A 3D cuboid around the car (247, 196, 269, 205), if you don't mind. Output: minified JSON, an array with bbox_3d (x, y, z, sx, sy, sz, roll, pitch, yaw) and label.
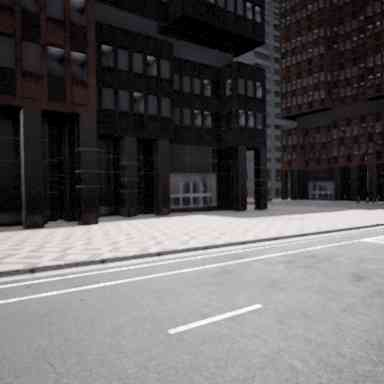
[{"bbox_3d":[10.321,1.477,57.082,1.752,1.417,4.829,-2,1,-36],"label":"car"}]

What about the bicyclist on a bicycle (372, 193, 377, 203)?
[{"bbox_3d":[28.280,0.967,51.528,1.656,1.620,0.582,-2,1,-36],"label":"bicyclist on a bicycle"}]

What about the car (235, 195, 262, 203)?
[{"bbox_3d":[11.101,1.408,65.912,2.033,1.411,5.357,-1,1,-36],"label":"car"}]

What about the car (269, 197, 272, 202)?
[{"bbox_3d":[14.011,1.344,66.584,1.887,1.381,4.507,-2,1,-36],"label":"car"}]
